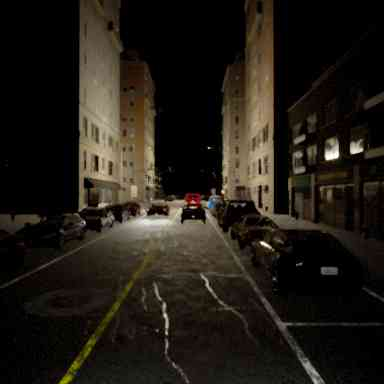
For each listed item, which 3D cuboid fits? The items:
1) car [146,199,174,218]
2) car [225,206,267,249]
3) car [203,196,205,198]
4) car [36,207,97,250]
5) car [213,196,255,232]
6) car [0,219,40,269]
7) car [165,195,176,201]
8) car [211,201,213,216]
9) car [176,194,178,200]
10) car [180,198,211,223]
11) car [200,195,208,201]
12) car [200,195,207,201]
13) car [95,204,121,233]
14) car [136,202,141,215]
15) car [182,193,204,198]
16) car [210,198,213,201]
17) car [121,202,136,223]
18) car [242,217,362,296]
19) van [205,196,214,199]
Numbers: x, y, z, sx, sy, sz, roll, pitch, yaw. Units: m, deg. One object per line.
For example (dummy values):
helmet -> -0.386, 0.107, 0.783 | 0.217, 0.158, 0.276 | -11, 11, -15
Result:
car -> -3.061, 1.626, 30.921 | 1.895, 1.301, 4.718 | 0, 0, 0
car -> 2.676, 1.538, 14.387 | 1.752, 1.417, 4.829 | 1, 0, 0
car -> 2.679, 1.559, 42.754 | 1.752, 1.417, 4.829 | 1, 0, 0
car -> -5.849, 1.563, 14.222 | 2.008, 1.369, 4.403 | 1, 0, 0
car -> 2.678, 1.332, 19.891 | 2.192, 1.841, 5.009 | 1, 0, 0
car -> -5.850, 1.589, 8.549 | 1.802, 1.307, 4.206 | 1, 0, 0
car -> -5.530, 1.638, 80.353 | 1.802, 1.307, 4.206 | 1, 0, 1
car -> 2.677, 1.603, 25.563 | 1.802, 1.307, 4.206 | 1, 0, 0
car -> -5.459, 1.624, 85.882 | 1.947, 1.339, 4.313 | 1, 0, 1
car -> 0.102, 1.515, 25.571 | 2.128, 1.511, 4.902 | 0, 0, 0
car -> 3.067, 1.602, 85.778 | 1.887, 1.381, 4.507 | 1, 0, 1
car -> 3.137, 1.611, 91.308 | 2.008, 1.369, 4.403 | 1, 0, 1
car -> -5.849, 1.583, 19.895 | 1.947, 1.339, 4.313 | 1, 0, 0
car -> -5.848, 1.570, 31.241 | 1.887, 1.381, 4.507 | 1, 0, 0
car -> 0.103, 1.255, 43.224 | 2.150, 2.045, 5.566 | 0, 0, 0
car -> 2.678, 1.551, 31.407 | 1.752, 1.417, 4.829 | 1, 0, 0
car -> -5.849, 1.587, 25.568 | 1.947, 1.339, 4.313 | 1, 0, 0
car -> 2.675, 1.573, 8.543 | 1.947, 1.339, 4.313 | 1, 0, 0
van -> 2.680, 1.371, 36.911 | 1.690, 1.788, 3.998 | 1, 0, 0
